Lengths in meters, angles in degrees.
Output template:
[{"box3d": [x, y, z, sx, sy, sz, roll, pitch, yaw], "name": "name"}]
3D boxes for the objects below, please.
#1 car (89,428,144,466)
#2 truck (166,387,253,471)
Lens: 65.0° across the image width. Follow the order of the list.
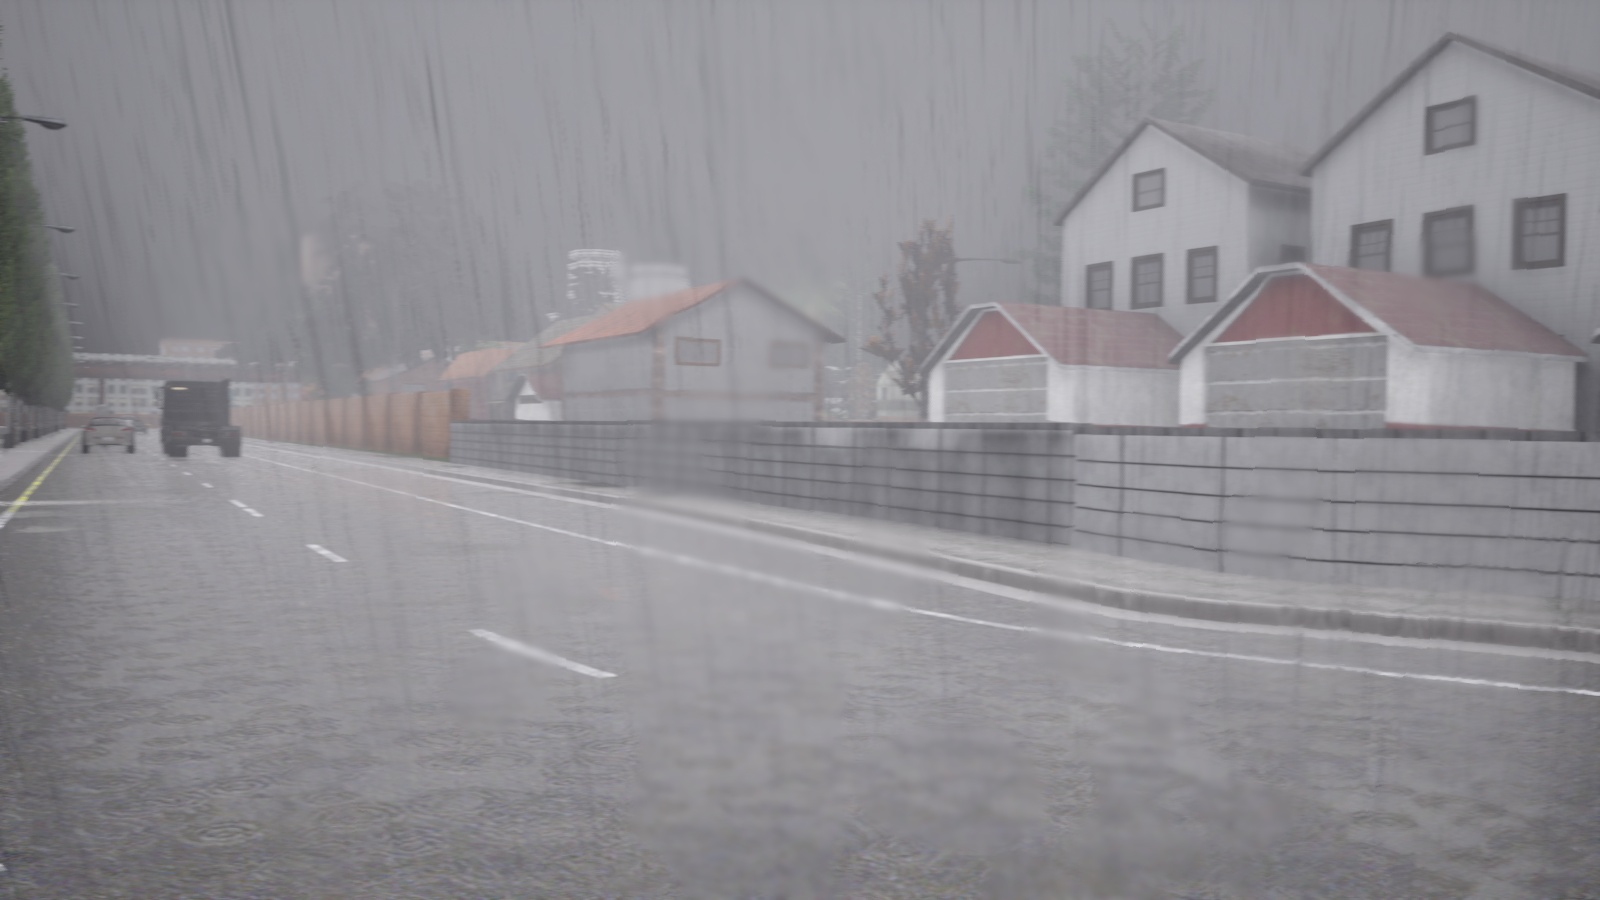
[{"box3d": [-31.762, -0.170, 58.342, 2.152, 1.651, 5.027, -1, 1, -29], "name": "car"}, {"box3d": [-26.229, -0.936, 55.575, 2.891, 3.462, 7.936, -1, 1, -29], "name": "truck"}]
